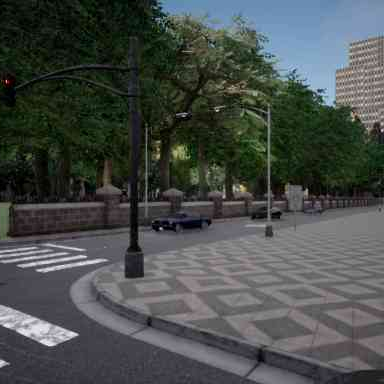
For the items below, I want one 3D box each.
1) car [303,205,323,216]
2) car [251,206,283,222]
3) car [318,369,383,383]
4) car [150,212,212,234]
[{"bbox_3d":[17.406,2.553,47.658,2.128,1.511,4.902,0,-1,35],"label":"car"},{"bbox_3d":[7.748,2.174,34.131,1.882,1.535,5.008,0,-1,35],"label":"car"},{"bbox_3d":[2.518,1.551,1.167,4.403,1.369,2.008,0,0,36],"label":"car"},{"bbox_3d":[-0.630,1.995,22.273,1.895,1.301,4.718,0,-1,35],"label":"car"}]
